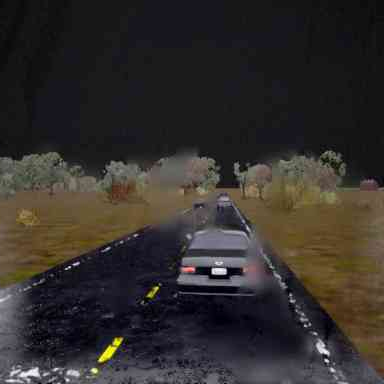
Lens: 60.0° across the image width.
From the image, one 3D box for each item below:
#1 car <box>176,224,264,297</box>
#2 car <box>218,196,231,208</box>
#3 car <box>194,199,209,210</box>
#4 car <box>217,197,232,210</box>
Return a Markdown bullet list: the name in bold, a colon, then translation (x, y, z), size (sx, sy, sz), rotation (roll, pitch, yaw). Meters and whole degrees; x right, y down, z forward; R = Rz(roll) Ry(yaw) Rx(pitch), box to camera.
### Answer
- **car**: translation (0.762, 1.547, 8.785), size (2.033, 1.411, 5.357), rotation (0, 0, 6)
- **car**: translation (4.858, 1.468, 49.599), size (1.882, 1.535, 5.008), rotation (0, 0, 6)
- **car**: translation (1.289, 1.595, 44.079), size (1.895, 1.301, 4.718), rotation (0, 0, 6)
- **car**: translation (4.164, 1.487, 42.296), size (2.128, 1.511, 4.902), rotation (0, 0, 6)
